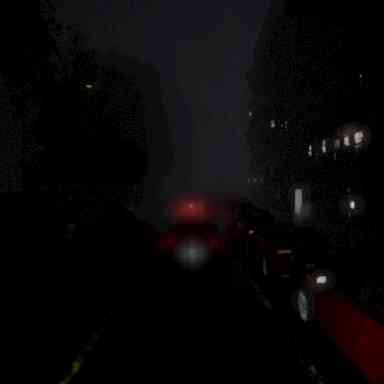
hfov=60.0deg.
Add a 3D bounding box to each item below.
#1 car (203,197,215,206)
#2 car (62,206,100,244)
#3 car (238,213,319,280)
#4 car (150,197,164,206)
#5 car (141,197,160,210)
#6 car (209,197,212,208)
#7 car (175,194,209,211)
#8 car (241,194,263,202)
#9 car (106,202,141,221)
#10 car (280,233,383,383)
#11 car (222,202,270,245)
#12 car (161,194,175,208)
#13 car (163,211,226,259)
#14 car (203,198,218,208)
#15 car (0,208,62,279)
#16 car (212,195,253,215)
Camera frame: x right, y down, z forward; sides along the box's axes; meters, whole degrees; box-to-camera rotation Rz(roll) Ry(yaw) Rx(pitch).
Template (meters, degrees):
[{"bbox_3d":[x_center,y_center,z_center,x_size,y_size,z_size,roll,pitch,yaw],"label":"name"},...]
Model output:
[{"bbox_3d":[2.707,1.509,54.999,1.752,1.417,4.829,0,0,0],"label":"car"},{"bbox_3d":[-5.686,1.431,15.417,1.967,1.590,4.097,0,0,0],"label":"car"},{"bbox_3d":[2.693,1.538,9.786,1.887,1.381,4.507,0,0,0],"label":"car"},{"bbox_3d":[-5.673,1.509,54.661,1.752,1.417,4.829,0,0,0],"label":"car"},{"bbox_3d":[-5.677,1.507,43.400,1.752,1.417,4.829,0,0,0],"label":"car"},{"bbox_3d":[2.698,1.425,26.677,1.967,1.590,4.097,0,0,0],"label":"car"},{"bbox_3d":[0.045,1.208,27.035,2.150,2.045,5.566,0,0,1],"label":"car"},{"bbox_3d":[14.643,1.586,81.817,5.009,1.841,2.192,1,-1,0],"label":"car"},{"bbox_3d":[-5.682,1.536,26.679,2.008,1.369,4.403,0,0,0],"label":"car"},{"bbox_3d":[2.691,1.542,4.156,1.887,1.381,4.507,0,0,0],"label":"car"},{"bbox_3d":[2.695,1.431,15.416,1.967,1.590,4.097,0,0,0],"label":"car"},{"bbox_3d":[-3.073,1.489,49.075,1.837,1.490,4.892,0,-1,0],"label":"car"},{"bbox_3d":[0.046,1.593,12.511,1.895,1.301,4.718,0,0,1],"label":"car"},{"bbox_3d":[2.706,1.548,49.198,1.947,1.339,4.313,0,0,0],"label":"car"},{"bbox_3d":[-5.688,1.434,9.789,1.967,1.590,4.097,0,0,0],"label":"car"},{"bbox_3d":[2.696,1.303,21.046,2.192,1.841,5.009,0,0,0],"label":"car"}]
